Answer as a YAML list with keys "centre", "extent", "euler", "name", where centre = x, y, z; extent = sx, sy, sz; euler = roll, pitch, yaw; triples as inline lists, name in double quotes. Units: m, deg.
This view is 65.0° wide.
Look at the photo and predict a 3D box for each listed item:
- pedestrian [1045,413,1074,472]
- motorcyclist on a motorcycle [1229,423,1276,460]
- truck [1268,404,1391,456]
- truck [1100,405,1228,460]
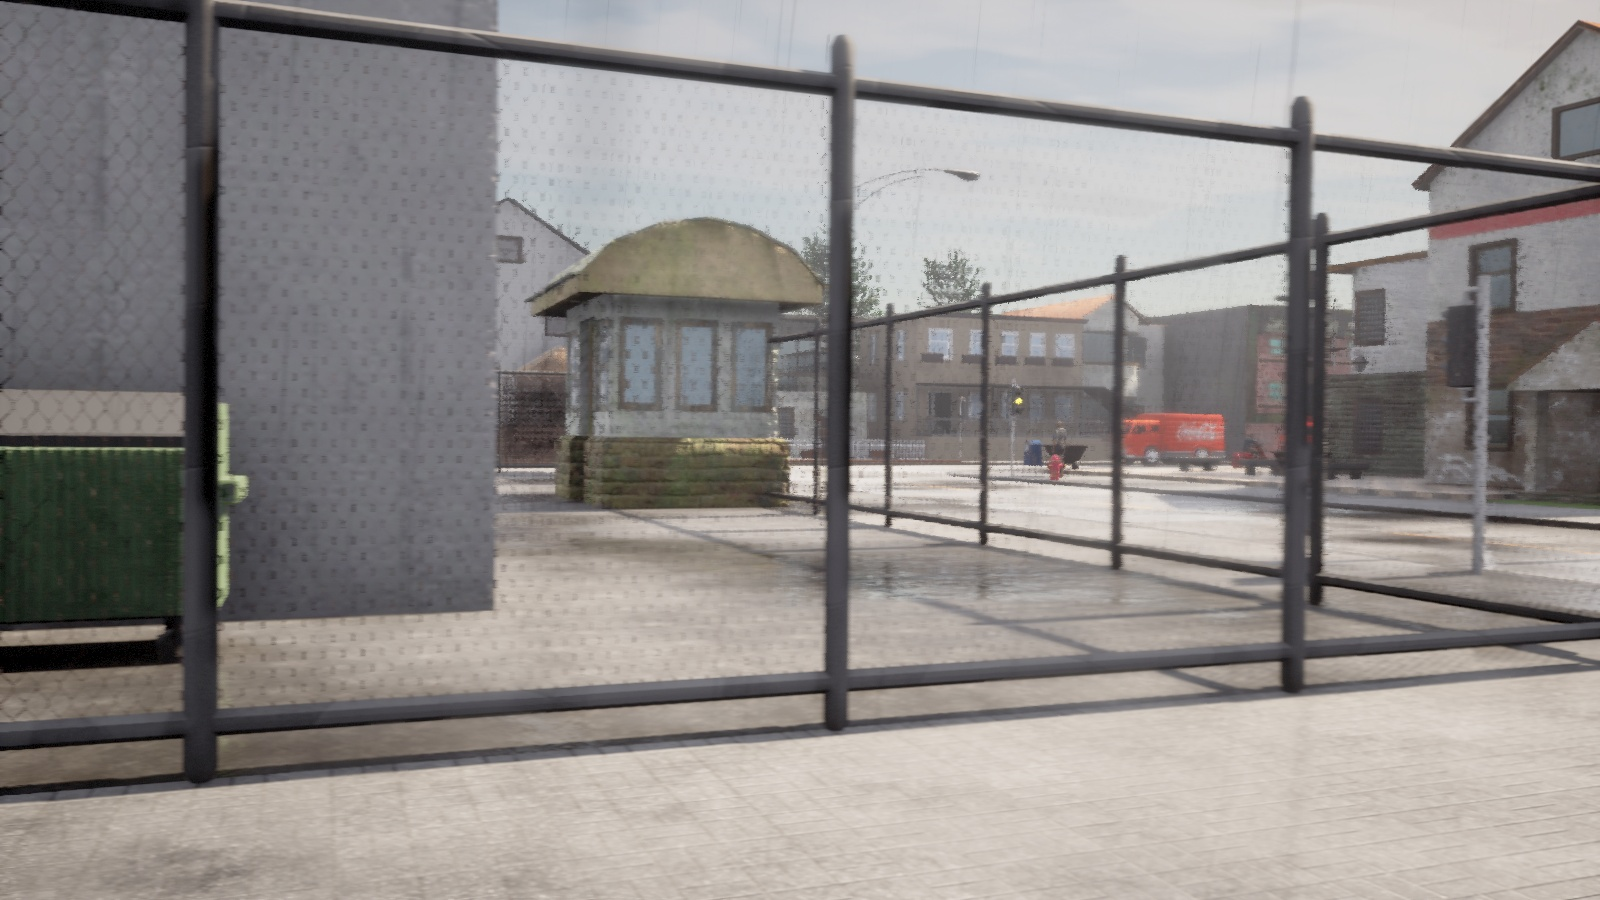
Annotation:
- centre: [8.267, -0.239, 40.043]
  extent: [0.540, 1.848, 0.694]
  euler: [-1, 1, -39]
  name: "pedestrian"
- centre: [20.056, -0.373, 55.626]
  extent: [1.817, 1.590, 0.866]
  euler: [-1, 1, -21]
  name: "motorcyclist on a motorcycle"
- centre: [26.241, -0.988, 62.253]
  extent: [5.204, 2.467, 2.627]
  euler: [-1, 1, -21]
  name: "truck"
- centre: [17.032, -0.831, 58.761]
  extent: [5.204, 2.467, 2.627]
  euler: [-1, 1, -21]
  name: "truck"
